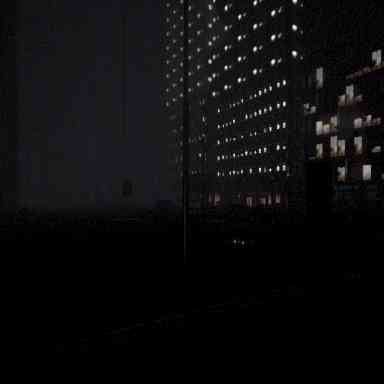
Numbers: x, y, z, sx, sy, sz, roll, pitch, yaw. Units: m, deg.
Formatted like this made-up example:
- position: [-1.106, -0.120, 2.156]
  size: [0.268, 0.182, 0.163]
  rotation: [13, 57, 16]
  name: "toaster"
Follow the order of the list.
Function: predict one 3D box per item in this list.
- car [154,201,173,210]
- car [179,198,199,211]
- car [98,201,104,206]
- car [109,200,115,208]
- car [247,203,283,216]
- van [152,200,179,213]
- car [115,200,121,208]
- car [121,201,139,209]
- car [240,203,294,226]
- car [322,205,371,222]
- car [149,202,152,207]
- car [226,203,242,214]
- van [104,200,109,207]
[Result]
- position: [-5.416, 2.454, 62.613]
  size: [1.882, 1.535, 5.008]
  rotation: [0, -1, -26]
  name: "car"
- position: [-0.768, 2.003, 53.109]
  size: [2.150, 2.045, 5.566]
  rotation: [0, -1, -25]
  name: "car"
- position: [-23.412, 3.053, 86.652]
  size: [1.887, 1.381, 4.507]
  rotation: [-1, -1, -26]
  name: "car"
- position: [-16.050, 2.731, 71.472]
  size: [1.887, 1.381, 4.507]
  rotation: [-1, -1, -26]
  name: "car"
- position: [8.671, 2.068, 39.705]
  size: [1.947, 1.339, 4.313]
  rotation: [-1, -1, -26]
  name: "car"
- position: [-3.782, 2.005, 46.173]
  size: [1.690, 1.788, 3.998]
  rotation: [-1, -1, -26]
  name: "van"
- position: [-13.522, 2.602, 66.259]
  size: [1.752, 1.417, 4.829]
  rotation: [-1, -1, -26]
  name: "car"
- position: [-11.141, 2.525, 61.351]
  size: [2.008, 1.369, 4.403]
  rotation: [-1, -1, -26]
  name: "car"
- position: [6.040, 1.813, 25.927]
  size: [2.008, 1.369, 4.403]
  rotation: [-1, -1, -26]
  name: "car"
- position: [13.580, 1.854, 29.584]
  size: [2.008, 1.369, 4.403]
  rotation: [-1, -1, -26]
  name: "car"
- position: [-8.509, 2.808, 75.128]
  size: [1.802, 1.307, 4.206]
  rotation: [-1, -1, -26]
  name: "car"
- position: [6.217, 2.168, 44.766]
  size: [1.947, 1.339, 4.313]
  rotation: [-1, -1, -26]
  name: "car"
- position: [-18.508, 2.634, 76.534]
  size: [1.690, 1.788, 3.998]
  rotation: [-1, -1, -26]
  name: "van"
